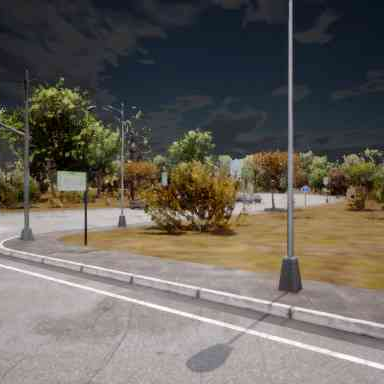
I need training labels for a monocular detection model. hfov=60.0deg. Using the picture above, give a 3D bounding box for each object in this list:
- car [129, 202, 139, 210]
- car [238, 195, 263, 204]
[{"bbox_3d":[-5.611,1.456,41.642,1.882,1.535,5.008,0,0,39],"label":"car"},{"bbox_3d":[10.192,1.277,55.725,1.837,1.490,4.892,0,1,37],"label":"car"}]
